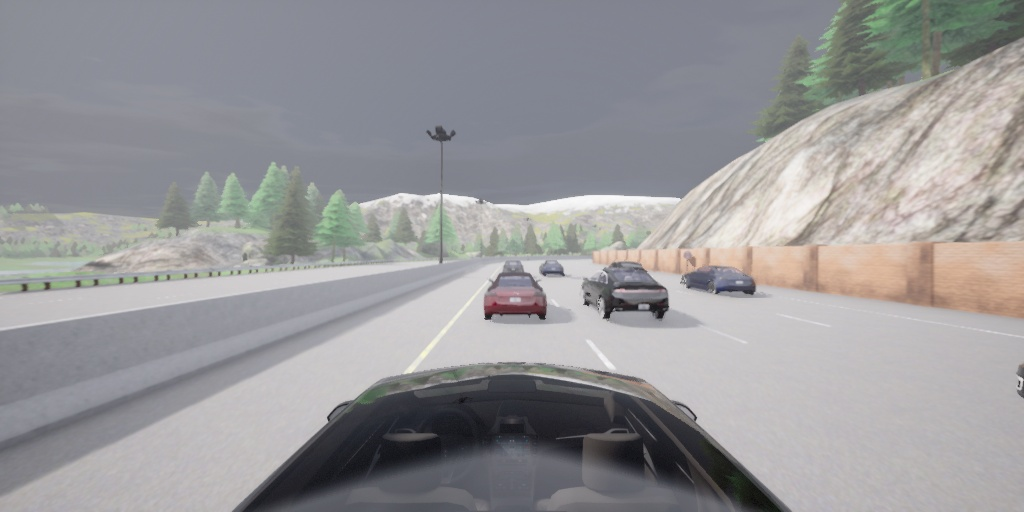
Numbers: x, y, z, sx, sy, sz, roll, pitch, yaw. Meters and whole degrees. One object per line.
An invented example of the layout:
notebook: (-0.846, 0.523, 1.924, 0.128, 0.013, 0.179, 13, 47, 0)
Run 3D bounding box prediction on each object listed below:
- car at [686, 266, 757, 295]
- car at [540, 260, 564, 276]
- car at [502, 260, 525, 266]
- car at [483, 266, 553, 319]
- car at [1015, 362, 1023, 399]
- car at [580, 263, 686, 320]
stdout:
car: (10.597, 1.181, 18.702, 1.994, 1.385, 4.181, 0, 0, 0)
car: (3.591, 1.068, 33.001, 1.994, 1.385, 4.181, 0, 0, 0)
car: (0.093, 1.071, 30.532, 2.033, 1.411, 5.357, 0, 0, 0)
car: (0.097, 1.230, 12.417, 1.994, 1.385, 4.181, 0, 0, 0)
car: (7.101, 1.251, 2.287, 1.837, 1.490, 4.892, 0, 0, 0)
car: (3.597, 1.159, 12.200, 2.128, 1.511, 4.902, 0, 0, 0)
